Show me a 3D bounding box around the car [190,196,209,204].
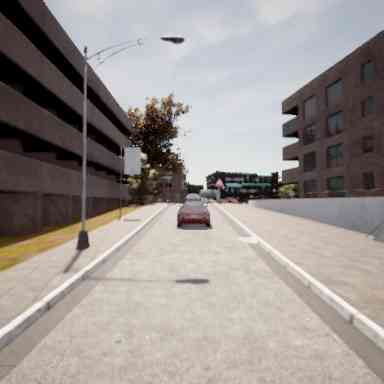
[{"bbox_3d":[1.987,2.257,88.261,2.435,2.045,5.566,2,-3,-30],"label":"car"}]

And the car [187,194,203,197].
[{"bbox_3d":[0.132,0.948,37.954,2.033,1.411,5.357,0,0,0],"label":"car"}]

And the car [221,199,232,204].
[{"bbox_3d":[7.839,2.806,89.346,2.185,1.767,4.553,6,-4,-31],"label":"car"}]

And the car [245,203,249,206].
[{"bbox_3d":[13.670,3.518,90.600,1.946,1.575,5.366,7,-4,-30],"label":"car"}]

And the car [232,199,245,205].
[{"bbox_3d":[10.836,2.977,89.904,2.435,2.045,5.566,7,-4,-30],"label":"car"}]

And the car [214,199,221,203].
[{"bbox_3d":[4.867,2.553,88.848,2.185,1.767,4.553,4,-4,-31],"label":"car"}]

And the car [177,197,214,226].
[{"bbox_3d":[0.103,1.273,20.792,1.994,1.385,4.181,0,1,0],"label":"car"}]
